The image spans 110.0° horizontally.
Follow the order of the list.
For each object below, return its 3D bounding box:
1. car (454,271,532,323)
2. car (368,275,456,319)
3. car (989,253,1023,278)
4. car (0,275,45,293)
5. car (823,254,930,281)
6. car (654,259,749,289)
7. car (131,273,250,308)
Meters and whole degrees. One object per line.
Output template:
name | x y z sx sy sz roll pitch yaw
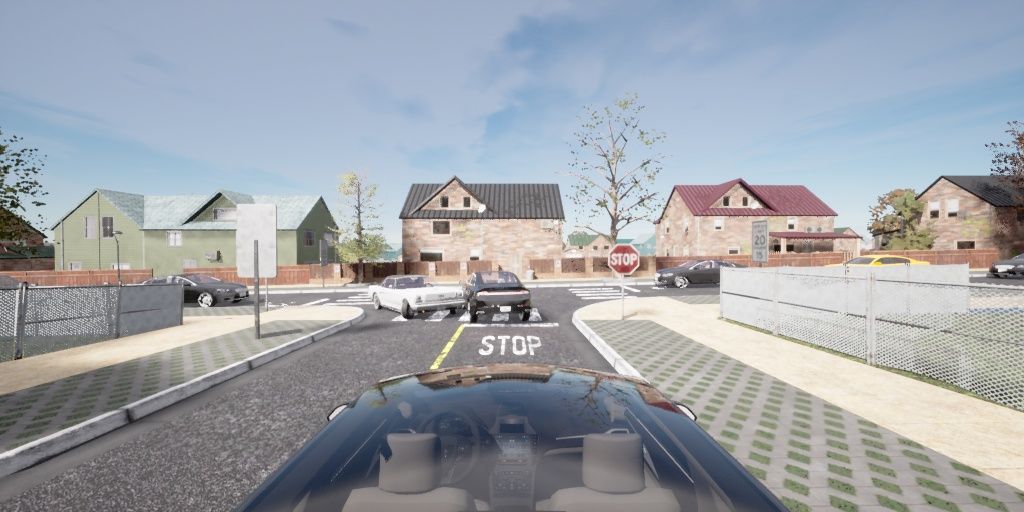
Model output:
car | -0.685 1.243 12.204 2.128 1.511 4.902 0 0 -12
car | -3.602 1.368 13.064 1.895 1.301 4.718 0 0 -38
car | 29.386 0.479 19.684 4.902 1.511 2.128 -1 1 0
car | -24.239 1.648 16.519 4.553 1.767 2.097 -1 1 0
car | 19.761 0.691 19.648 5.008 1.535 1.882 -1 1 -1
car | 10.331 0.926 19.612 4.902 1.511 2.128 -1 1 0
car | -14.902 1.567 16.559 4.902 1.511 2.128 -1 1 0
